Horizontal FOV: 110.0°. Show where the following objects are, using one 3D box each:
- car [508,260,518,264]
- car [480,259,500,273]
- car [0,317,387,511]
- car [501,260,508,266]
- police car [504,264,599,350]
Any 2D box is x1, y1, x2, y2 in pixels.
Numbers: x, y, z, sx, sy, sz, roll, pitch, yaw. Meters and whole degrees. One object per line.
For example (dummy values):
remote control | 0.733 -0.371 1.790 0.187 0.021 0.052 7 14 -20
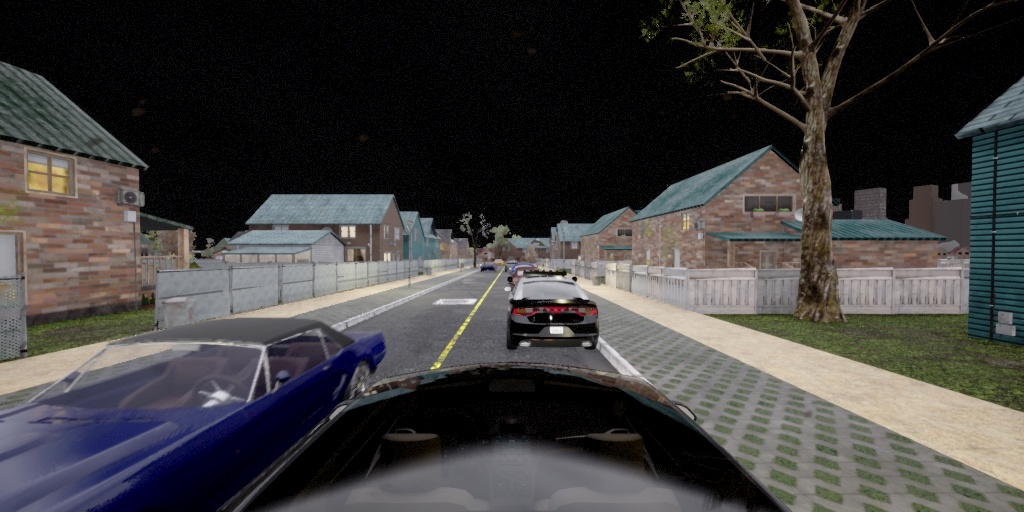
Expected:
car | 0.823 1.242 25.132 1.882 1.535 5.008 0 0 0
car | -2.855 1.402 44.285 1.895 1.301 4.718 0 0 0
car | -2.848 1.350 3.264 1.895 1.301 4.718 0 0 0
car | 0.031 1.302 47.617 2.128 1.511 4.902 0 0 0
police car | 0.826 1.175 9.238 1.930 1.638 5.238 0 0 0
